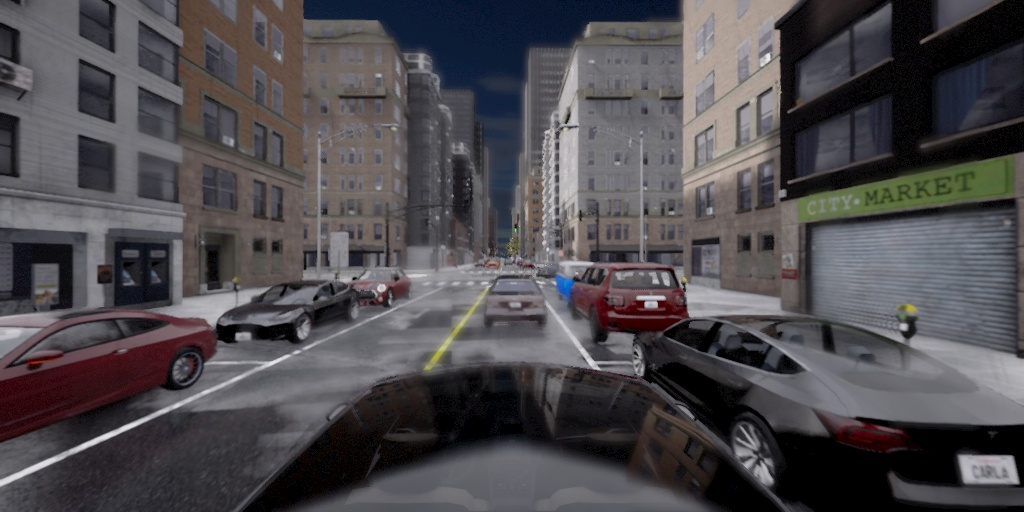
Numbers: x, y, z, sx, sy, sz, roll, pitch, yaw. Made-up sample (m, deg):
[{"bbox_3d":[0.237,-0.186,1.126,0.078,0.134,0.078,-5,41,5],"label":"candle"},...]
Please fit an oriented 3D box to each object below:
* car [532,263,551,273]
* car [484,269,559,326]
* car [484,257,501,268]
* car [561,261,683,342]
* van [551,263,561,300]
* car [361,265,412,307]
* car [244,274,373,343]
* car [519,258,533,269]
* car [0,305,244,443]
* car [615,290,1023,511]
[{"bbox_3d":[4.816,1.360,31.513,5.357,1.411,2.033,0,0,-27],"label":"car"},{"bbox_3d":[0.101,1.323,11.755,2.033,1.411,5.357,0,0,0],"label":"car"},{"bbox_3d":[-3.432,1.294,64.424,2.097,1.767,4.553,0,0,-1],"label":"car"},{"bbox_3d":[2.859,1.085,9.751,2.192,1.841,5.009,0,0,0],"label":"car"},{"bbox_3d":[2.860,1.125,15.274,1.690,1.789,3.998,0,0,0],"label":"van"},{"bbox_3d":[-5.666,1.225,15.271,1.967,1.591,4.097,0,0,0],"label":"car"},{"bbox_3d":[-5.667,1.336,9.746,1.948,1.339,4.313,0,0,0],"label":"car"},{"bbox_3d":[2.583,1.363,59.163,1.967,1.591,4.097,0,0,-1],"label":"car"},{"bbox_3d":[-5.668,1.339,4.221,1.802,1.307,4.207,0,0,0],"label":"car"},{"bbox_3d":[2.858,1.322,4.227,1.948,1.339,4.313,0,0,0],"label":"car"}]
